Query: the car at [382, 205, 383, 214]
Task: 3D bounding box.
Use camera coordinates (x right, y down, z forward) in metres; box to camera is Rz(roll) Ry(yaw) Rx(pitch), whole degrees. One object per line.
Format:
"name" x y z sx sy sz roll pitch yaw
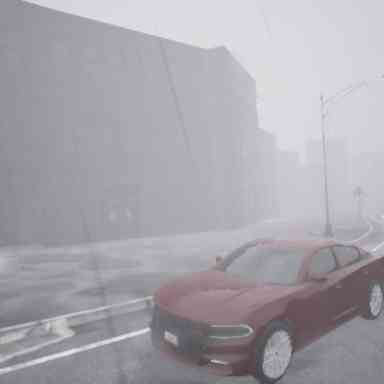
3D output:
"car" 25.834 2.048 42.934 1.812 1.442 4.674 -2 -2 34

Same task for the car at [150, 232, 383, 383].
"car" 1.615 1.526 5.719 5.008 1.535 1.882 0 -1 -42
